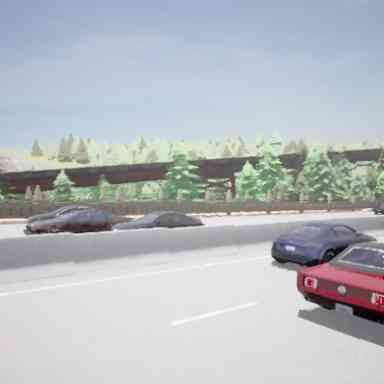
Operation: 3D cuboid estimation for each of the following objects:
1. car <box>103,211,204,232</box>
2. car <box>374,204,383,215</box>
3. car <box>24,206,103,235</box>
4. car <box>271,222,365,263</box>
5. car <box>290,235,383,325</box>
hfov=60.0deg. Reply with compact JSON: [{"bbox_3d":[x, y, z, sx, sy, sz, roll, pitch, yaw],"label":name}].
[{"bbox_3d":[-1.501,1.648,15.814,4.674,1.442,1.812,1,-1,-35],"label":"car"},{"bbox_3d":[25.941,2.218,43.930,5.008,1.535,1.882,1,-1,-35],"label":"car"},{"bbox_3d":[-5.610,1.629,17.185,5.357,1.411,2.033,1,-1,-35],"label":"car"},{"bbox_3d":[4.647,1.724,11.357,4.181,1.385,1.994,1,-1,-35],"label":"car"},{"bbox_3d":[4.362,1.715,6.855,4.718,1.301,1.895,1,-1,-35],"label":"car"}]
